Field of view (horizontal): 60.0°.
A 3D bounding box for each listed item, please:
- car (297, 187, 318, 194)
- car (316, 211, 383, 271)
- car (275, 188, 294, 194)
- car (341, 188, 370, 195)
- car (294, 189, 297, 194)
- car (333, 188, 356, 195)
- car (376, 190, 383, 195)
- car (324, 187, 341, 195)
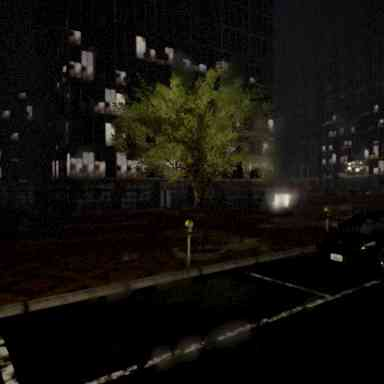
[{"bbox_3d":[29.257,-0.399,83.034,2.192,1.841,5.009,-1,0,-20],"label":"car"},{"bbox_3d":[5.555,1.262,9.824,4.313,1.339,1.947,-2,2,-34],"label":"car"},{"bbox_3d":[21.871,-0.193,80.294,1.967,1.590,4.097,-1,0,-20],"label":"car"},{"bbox_3d":[29.586,-0.035,59.298,2.008,1.369,4.403,-1,0,-20],"label":"car"},{"bbox_3d":[27.331,-0.144,88.287,1.802,1.307,4.206,-1,0,-20],"label":"car"},{"bbox_3d":[33.118,-0.139,72.533,2.008,1.369,4.403,-1,0,-20],"label":"car"},{"bbox_3d":[36.918,-0.141,62.189,1.752,1.417,4.829,-1,0,-20],"label":"car"},{"bbox_3d":[27.656,-0.157,64.547,1.967,1.590,4.097,-1,0,-20],"label":"car"}]
